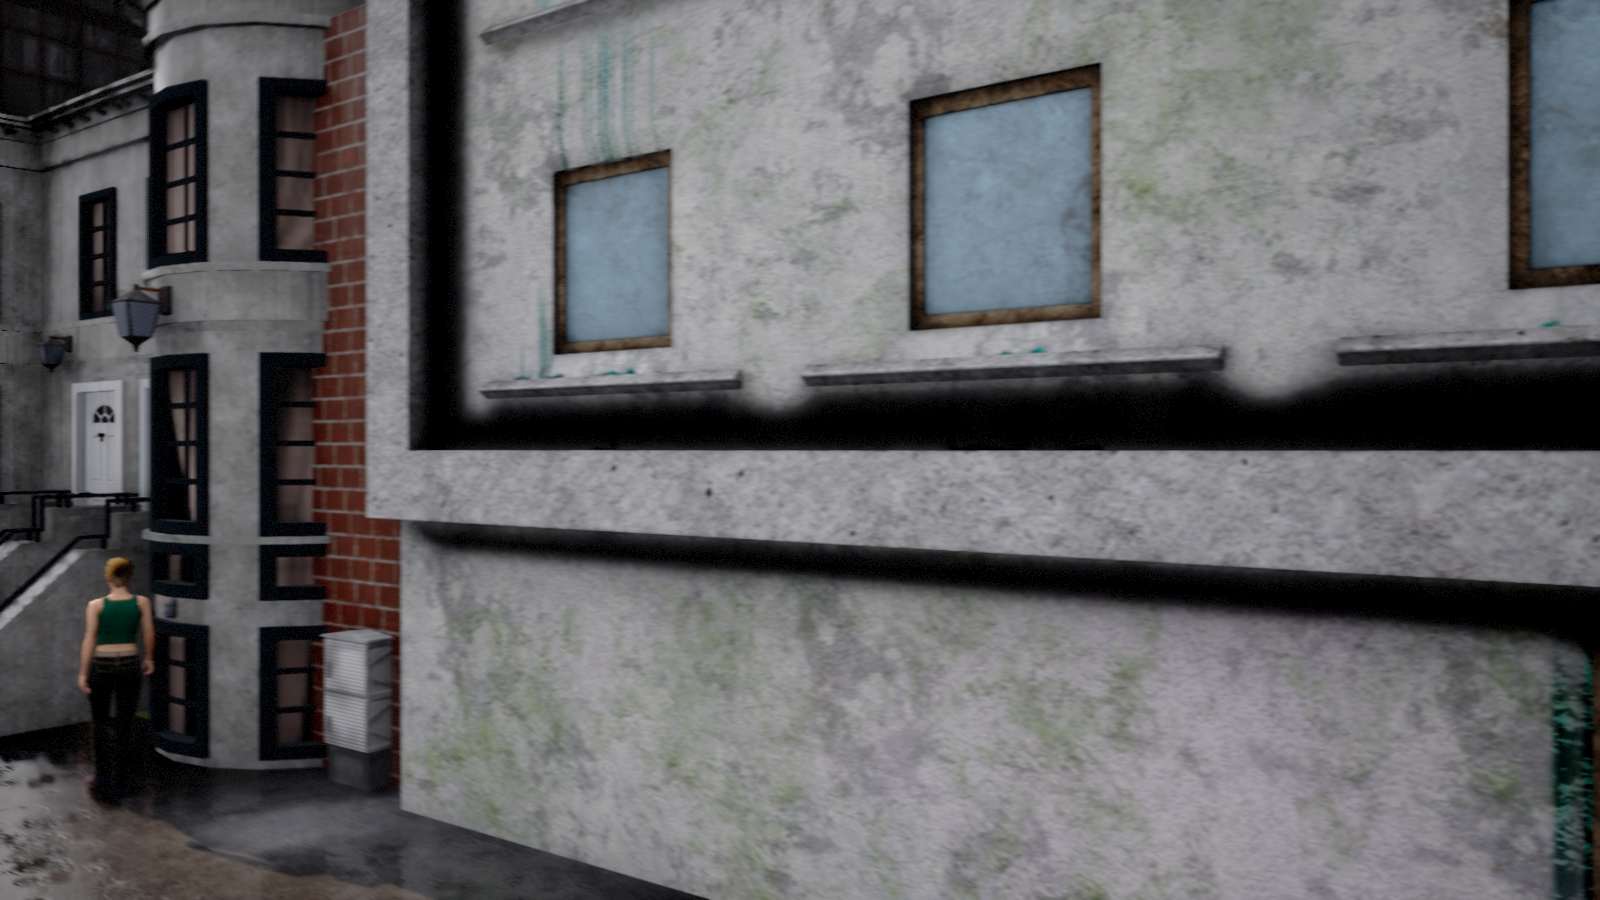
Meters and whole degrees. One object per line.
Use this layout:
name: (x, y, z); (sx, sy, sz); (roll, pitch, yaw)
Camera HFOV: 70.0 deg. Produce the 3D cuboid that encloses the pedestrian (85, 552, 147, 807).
pedestrian: (-5.286, 1.744, 8.825); (0.375, 1.860, 0.375); (0, 0, -36)
